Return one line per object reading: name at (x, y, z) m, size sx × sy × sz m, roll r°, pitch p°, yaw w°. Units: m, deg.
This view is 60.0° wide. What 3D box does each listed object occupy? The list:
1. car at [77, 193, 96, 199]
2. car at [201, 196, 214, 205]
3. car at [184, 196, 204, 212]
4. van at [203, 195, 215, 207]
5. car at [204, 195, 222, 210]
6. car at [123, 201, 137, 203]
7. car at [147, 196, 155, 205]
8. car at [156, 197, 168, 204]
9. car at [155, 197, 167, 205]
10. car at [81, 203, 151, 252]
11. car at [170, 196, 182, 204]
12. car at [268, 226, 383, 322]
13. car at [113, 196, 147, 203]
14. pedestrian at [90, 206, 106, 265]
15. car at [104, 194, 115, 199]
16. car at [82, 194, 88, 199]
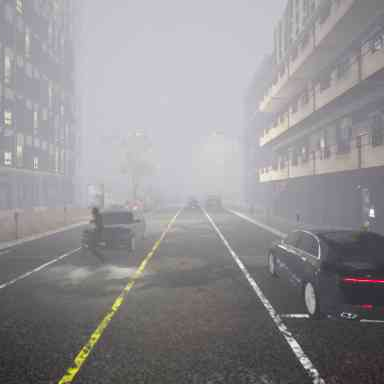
car at (-27.480, 1.093, 86.954) m, size 4.313 × 1.339 × 1.947 m, roll 1°, pitch -1°, yaw -1°
car at (2.685, 1.452, 58.750) m, size 1.967 × 1.590 × 4.097 m, roll 0°, pitch 0°, yaw 0°
car at (0.095, 1.529, 38.306) m, size 1.812 × 1.442 × 4.674 m, roll 0°, pitch 0°, yaw -1°
van at (2.686, 1.350, 53.200) m, size 1.690 × 1.788 × 3.998 m, roll 0°, pitch 0°, yaw 0°
car at (2.686, 1.320, 42.097) m, size 2.192 × 1.841 × 5.009 m, roll 0°, pitch 0°, yaw 0°
car at (-5.693, 1.583, 25.443) m, size 1.802 × 1.307 × 4.206 m, roll 0°, pitch 0°, yaw 0°
car at (-5.694, 1.318, 36.545) m, size 2.192 × 1.841 × 5.009 m, roll 0°, pitch 0°, yaw 0°
car at (-5.695, 1.580, 63.995) m, size 1.947 × 1.339 × 4.313 m, roll 0°, pitch 0°, yaw 0°
car at (-5.694, 1.577, 58.749) m, size 1.947 × 1.339 × 4.313 m, roll 0°, pitch 0°, yaw 0°
car at (-3.099, 1.478, 13.996) m, size 1.882 × 1.535 × 5.008 m, roll 0°, pitch 1°, yaw 0°
car at (-3.028, 1.506, 62.831) m, size 2.128 × 1.511 × 4.902 m, roll 0°, pitch 0°, yaw 0°
car at (3.000, 1.505, 7.303) m, size 1.837 × 1.490 × 4.892 m, roll 0°, pitch 0°, yaw 0°
car at (-5.694, 1.442, 30.994) m, size 1.967 × 1.590 × 4.097 m, roll 0°, pitch 0°, yaw 0°
pedestrian at (-2.868, 1.294, 10.144) m, size 0.375 × 1.860 × 0.375 m, roll 0°, pitch 0°, yaw -1°
car at (-22.035, 1.154, 87.104) m, size 4.829 × 1.417 × 1.752 m, roll 1°, pitch -1°, yaw -1°
car at (-27.372, 0.863, 78.578) m, size 5.009 × 1.841 × 2.192 m, roll 1°, pitch -1°, yaw -1°
